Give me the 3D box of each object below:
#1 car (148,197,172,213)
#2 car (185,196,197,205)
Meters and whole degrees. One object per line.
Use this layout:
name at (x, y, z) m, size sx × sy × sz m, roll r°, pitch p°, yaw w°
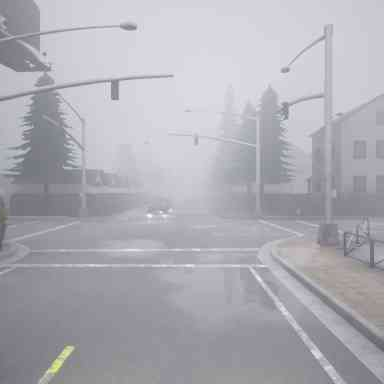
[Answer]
car at (-3.666, 1.352, 37.036) m, size 2.097 × 1.767 × 4.553 m, roll 0°, pitch 0°, yaw 0°
car at (-0.108, 1.491, 59.238) m, size 2.128 × 1.511 × 4.902 m, roll 0°, pitch 0°, yaw 0°
